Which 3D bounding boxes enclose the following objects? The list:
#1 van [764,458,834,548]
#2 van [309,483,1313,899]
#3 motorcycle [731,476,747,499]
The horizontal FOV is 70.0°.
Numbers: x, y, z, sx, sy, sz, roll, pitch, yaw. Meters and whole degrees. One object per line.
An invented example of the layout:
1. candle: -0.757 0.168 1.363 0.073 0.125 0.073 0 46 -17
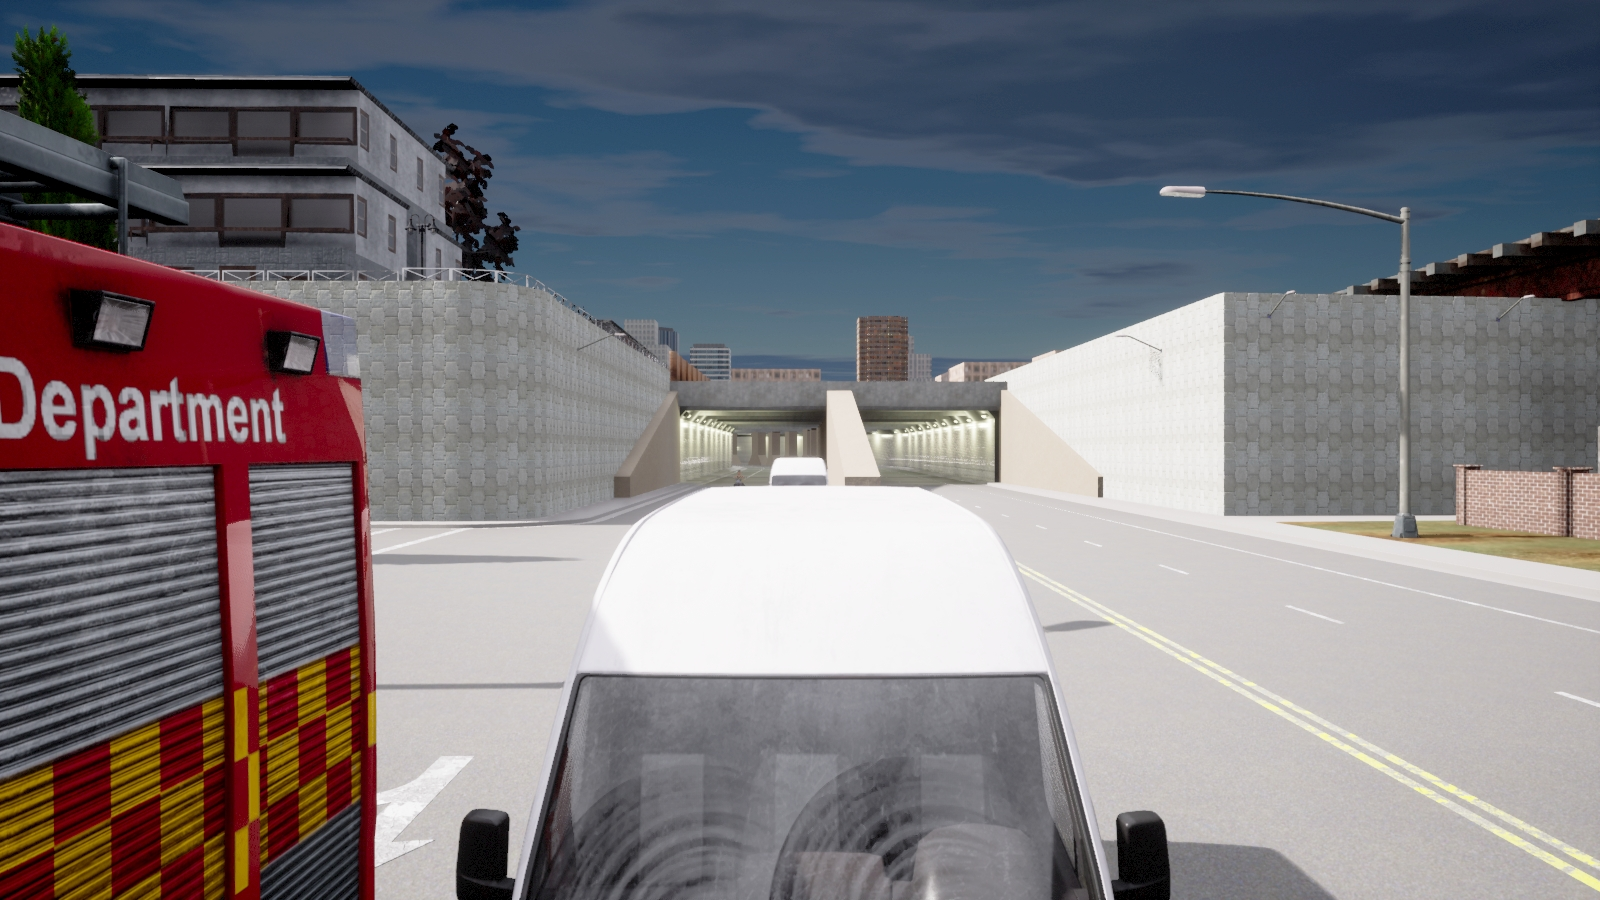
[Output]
1. van: -0.034 1.534 35.654 1.988 2.561 5.915 0 0 0
2. van: 0.047 1.533 5.228 1.988 2.561 5.915 0 0 1
3. motorcycle: -3.550 2.168 66.466 0.764 1.277 2.356 -1 0 0
